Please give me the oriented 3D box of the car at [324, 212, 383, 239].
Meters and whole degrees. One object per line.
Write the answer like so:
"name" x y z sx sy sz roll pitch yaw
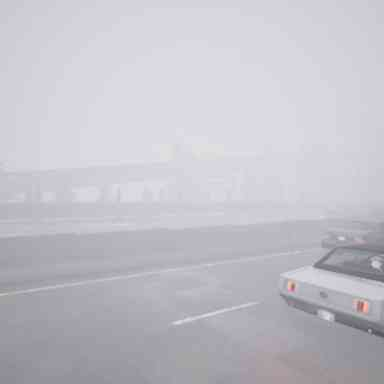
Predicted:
"car" 7.382 1.748 13.304 5.357 1.411 2.033 1 -1 -35

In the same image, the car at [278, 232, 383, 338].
"car" 3.936 1.699 6.550 4.718 1.301 1.895 1 -1 -35

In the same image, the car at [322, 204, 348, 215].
"car" 17.029 2.076 37.594 5.357 1.411 2.033 1 -1 -35

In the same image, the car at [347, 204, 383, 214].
"car" 18.848 2.072 34.596 5.357 1.411 2.033 1 -1 -35
